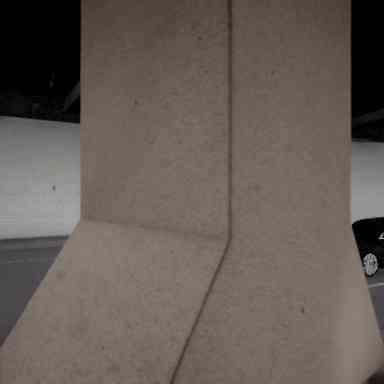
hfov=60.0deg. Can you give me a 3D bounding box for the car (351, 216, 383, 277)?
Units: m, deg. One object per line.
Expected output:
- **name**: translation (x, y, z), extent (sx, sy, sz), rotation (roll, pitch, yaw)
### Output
- **car**: translation (5.842, 1.525, 10.111), extent (4.892, 1.490, 1.837), rotation (0, -1, -18)

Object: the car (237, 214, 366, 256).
- **car**: translation (4.368, 1.621, 13.356), extent (4.718, 1.301, 1.895), rotation (0, 0, -18)
